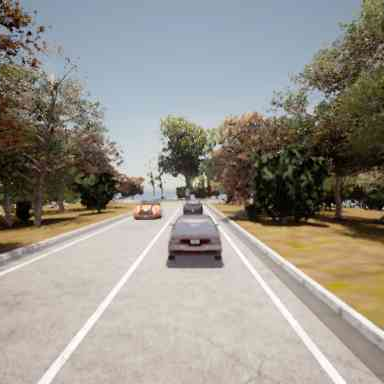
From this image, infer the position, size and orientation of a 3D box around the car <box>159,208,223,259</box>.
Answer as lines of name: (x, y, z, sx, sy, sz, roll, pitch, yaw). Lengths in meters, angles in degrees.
car: (0.095, 1.553, 12.573, 2.033, 1.411, 5.357, 0, 0, 0)

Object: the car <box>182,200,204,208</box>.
car: (0.096, 1.481, 32.444, 2.128, 1.511, 4.902, 0, 0, 0)

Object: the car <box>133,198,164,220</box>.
car: (-3.599, 1.346, 28.037, 2.097, 1.767, 4.553, 0, 0, 0)
